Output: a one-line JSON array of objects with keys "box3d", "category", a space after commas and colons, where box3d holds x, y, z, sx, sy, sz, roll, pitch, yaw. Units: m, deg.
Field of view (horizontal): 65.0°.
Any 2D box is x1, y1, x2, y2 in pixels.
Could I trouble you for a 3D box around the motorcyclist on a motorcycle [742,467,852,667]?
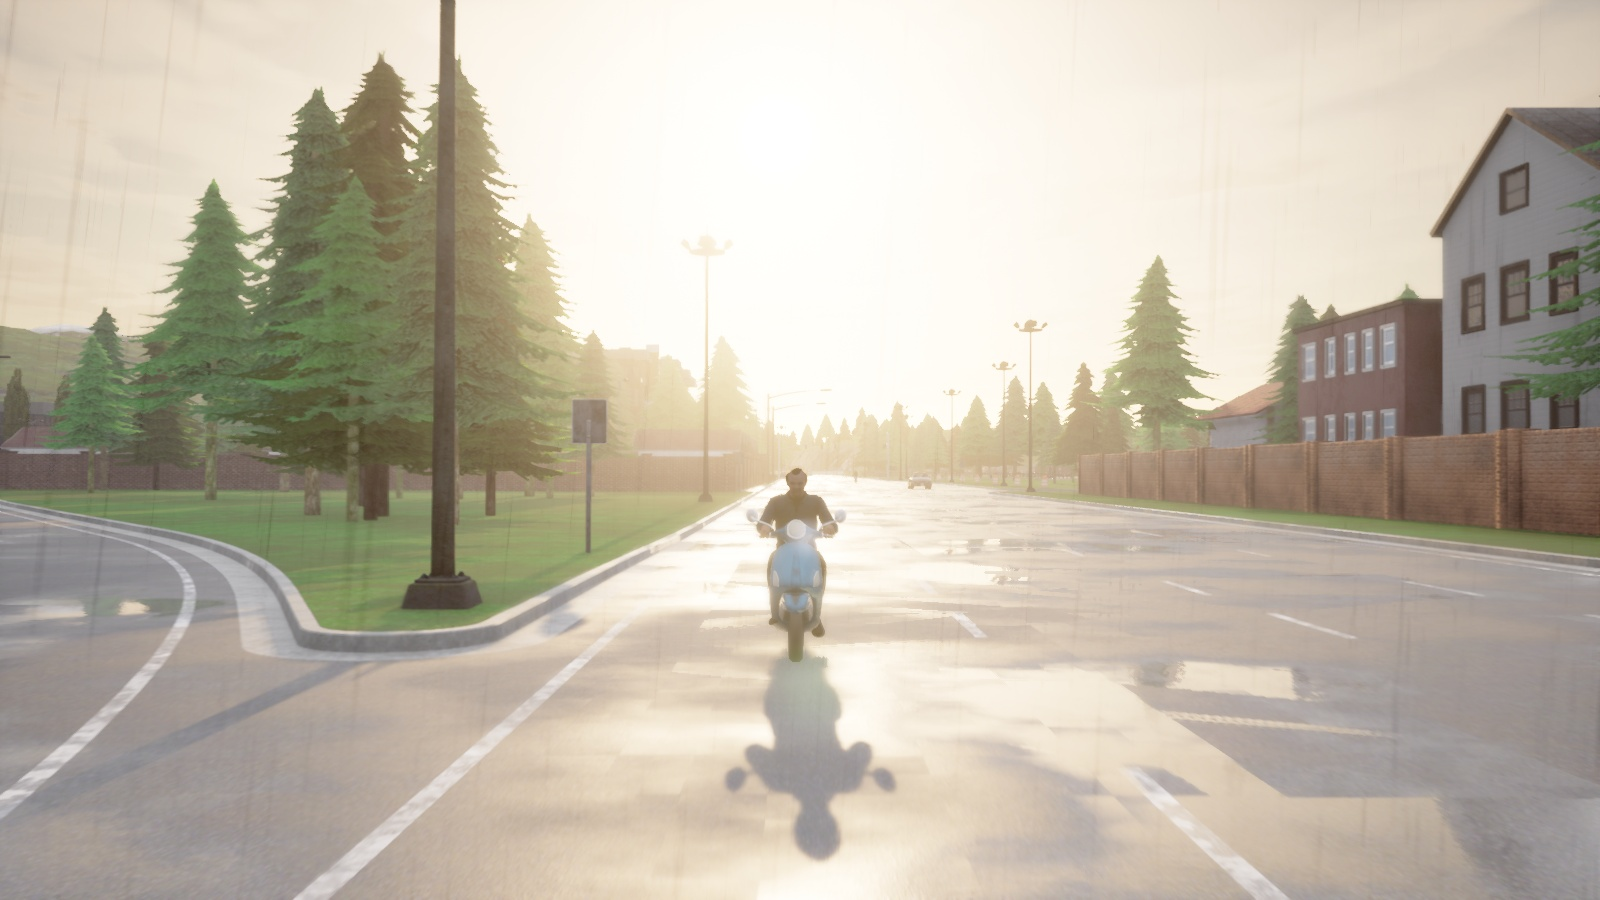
[{"box3d": [-0.025, 0.948, 10.943, 0.866, 1.590, 1.817, 0, -1, 0], "category": "motorcyclist on a motorcycle"}]
